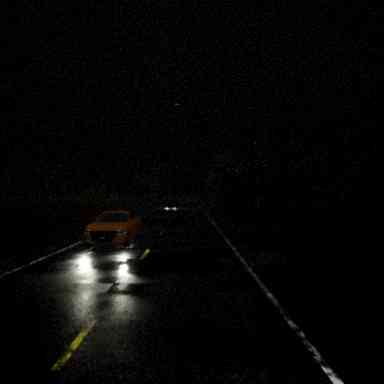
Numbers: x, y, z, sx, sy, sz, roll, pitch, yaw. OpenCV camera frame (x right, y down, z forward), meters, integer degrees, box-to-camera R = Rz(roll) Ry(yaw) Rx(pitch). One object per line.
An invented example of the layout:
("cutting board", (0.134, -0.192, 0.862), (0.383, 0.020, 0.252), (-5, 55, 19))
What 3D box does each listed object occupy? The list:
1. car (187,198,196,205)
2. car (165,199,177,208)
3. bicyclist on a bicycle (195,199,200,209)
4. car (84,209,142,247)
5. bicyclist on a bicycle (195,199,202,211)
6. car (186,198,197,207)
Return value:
("car", (-0.098, 2.155, 75.946), (2.033, 1.411, 5.357), (0, 0, 0))
("car", (-3.614, 2.025, 59.101), (2.033, 1.411, 5.357), (0, 0, 1))
("bicyclist on a bicycle", (0.879, 1.857, 52.034), (0.866, 1.612, 1.509), (0, -1, 0))
("car", (-3.621, 1.606, 15.970), (1.882, 1.535, 5.008), (0, 0, 0))
("bicyclist on a bicycle", (0.888, 1.782, 42.925), (0.866, 1.612, 1.509), (0, 0, 0))
("car", (-0.063, 2.017, 60.761), (1.812, 1.442, 4.674), (0, 0, 0))
